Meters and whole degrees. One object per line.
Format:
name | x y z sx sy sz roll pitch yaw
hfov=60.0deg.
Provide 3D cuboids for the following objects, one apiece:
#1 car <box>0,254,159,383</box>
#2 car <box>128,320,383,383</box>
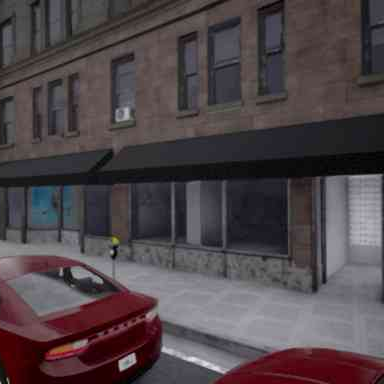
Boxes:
car | -2.459 1.556 4.596 4.507 1.381 1.887 0 -1 35
car | 2.021 1.542 1.420 4.507 1.381 1.887 0 -1 35
